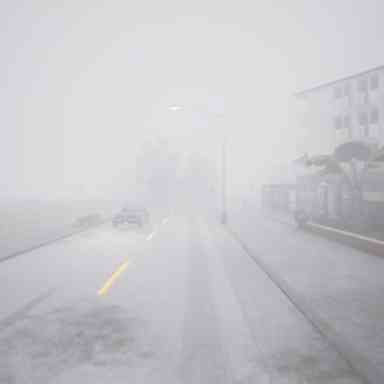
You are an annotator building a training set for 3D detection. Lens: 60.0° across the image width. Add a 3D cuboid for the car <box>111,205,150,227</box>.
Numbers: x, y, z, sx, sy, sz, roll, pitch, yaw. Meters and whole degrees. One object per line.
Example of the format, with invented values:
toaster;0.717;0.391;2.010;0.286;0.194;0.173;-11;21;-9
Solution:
car;-4.000;1.536;22.210;1.895;1.301;4.718;0;0;0
